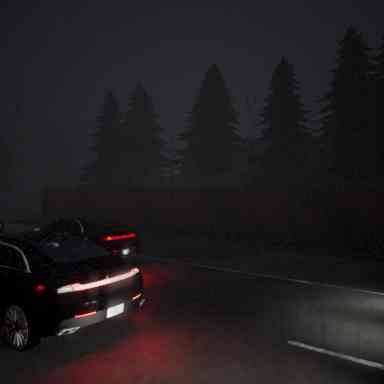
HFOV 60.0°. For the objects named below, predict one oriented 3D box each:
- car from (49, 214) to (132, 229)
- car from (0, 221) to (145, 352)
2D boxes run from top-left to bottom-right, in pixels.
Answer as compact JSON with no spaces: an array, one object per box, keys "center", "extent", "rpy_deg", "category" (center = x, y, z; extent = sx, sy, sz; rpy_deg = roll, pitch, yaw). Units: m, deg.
[{"center":[-3.889,1.504,11.098],"extent":[4.892,1.490,1.837],"rpy_deg":[0,0,36],"category":"car"},{"center":[-3.070,1.491,6.202],"extent":[4.902,1.511,2.128],"rpy_deg":[0,0,36],"category":"car"}]
